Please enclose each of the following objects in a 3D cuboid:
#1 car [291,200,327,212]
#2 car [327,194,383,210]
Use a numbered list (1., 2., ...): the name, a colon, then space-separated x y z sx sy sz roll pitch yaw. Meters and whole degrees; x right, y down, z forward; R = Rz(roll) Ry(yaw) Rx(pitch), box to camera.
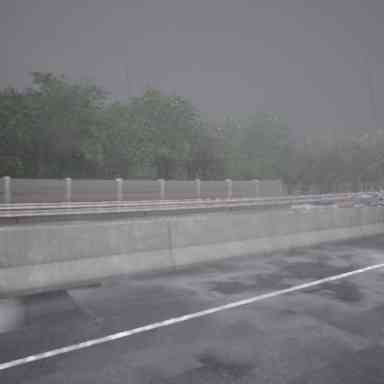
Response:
1. car: 10.625 1.358 28.416 4.718 1.301 1.895 -1 1 -34
2. car: 12.943 1.102 25.752 4.553 1.767 2.097 -1 1 -34
